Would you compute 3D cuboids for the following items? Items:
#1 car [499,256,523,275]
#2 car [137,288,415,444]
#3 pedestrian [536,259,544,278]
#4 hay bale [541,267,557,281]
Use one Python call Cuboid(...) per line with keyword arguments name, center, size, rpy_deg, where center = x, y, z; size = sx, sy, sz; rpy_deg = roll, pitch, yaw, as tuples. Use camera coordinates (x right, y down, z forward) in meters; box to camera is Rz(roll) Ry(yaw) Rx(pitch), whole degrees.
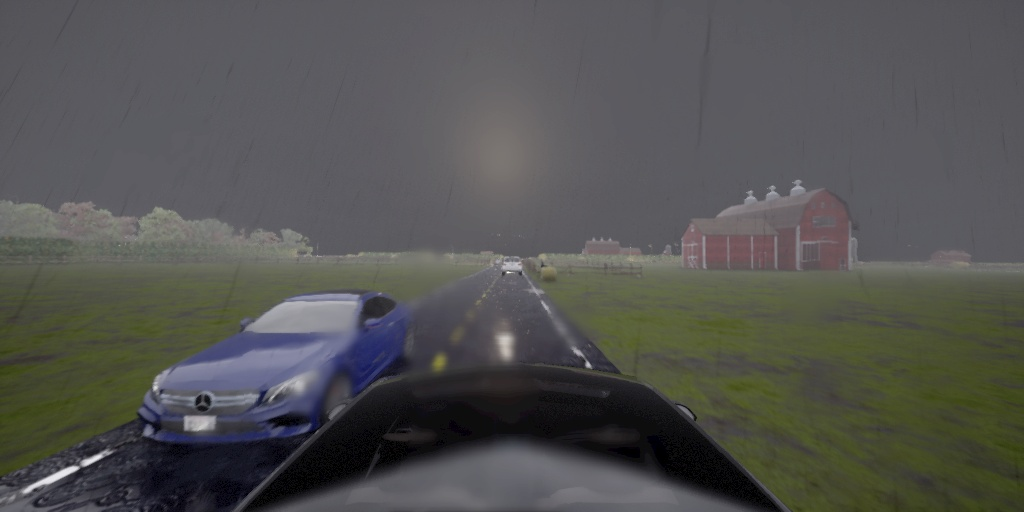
Cuboid(name="car", center=(0.029, 1.039, 39.892), size=(2.150, 2.045, 5.566), rpy_deg=(0, 0, 0))
Cuboid(name="car", center=(-2.845, 1.282, 5.602), size=(1.812, 1.442, 4.674), rpy_deg=(0, 0, 0))
Cuboid(name="pedestrian", center=(2.568, 1.102, 31.348), size=(0.375, 1.860, 0.375), rpy_deg=(1, -1, 2))
Cuboid(name="hay bale", center=(3.132, 1.453, 30.220), size=(1.220, 1.180, 1.240), rpy_deg=(0, 0, 0))
